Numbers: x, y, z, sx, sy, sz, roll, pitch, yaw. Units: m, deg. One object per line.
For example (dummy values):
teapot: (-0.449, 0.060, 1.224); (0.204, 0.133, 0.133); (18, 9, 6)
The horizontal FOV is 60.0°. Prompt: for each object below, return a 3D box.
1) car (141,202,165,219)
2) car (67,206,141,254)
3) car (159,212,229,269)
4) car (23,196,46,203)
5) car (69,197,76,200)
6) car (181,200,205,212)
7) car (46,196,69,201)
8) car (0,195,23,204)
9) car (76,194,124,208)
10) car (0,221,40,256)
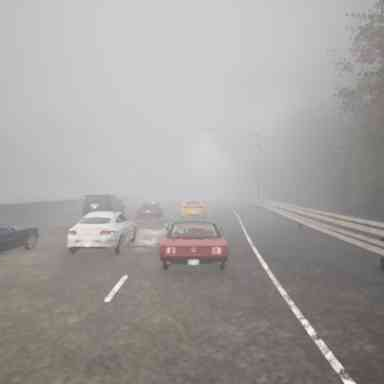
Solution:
car: (-3.414, 1.488, 28.067); (1.994, 1.385, 4.181); (0, 0, 0)
car: (-3.418, 1.487, 13.220); (1.812, 1.442, 4.674); (0, 0, 0)
car: (0.067, 1.569, 11.018); (1.895, 1.301, 4.718); (0, 0, 0)
car: (-24.528, 1.379, 53.165); (1.837, 1.490, 4.892); (0, 0, 1)
car: (-17.535, 1.228, 53.446); (2.097, 1.767, 4.553); (0, 0, 0)
car: (0.089, 1.400, 29.012); (1.882, 1.535, 5.008); (0, 0, 0)
car: (-21.029, 1.402, 53.292); (1.812, 1.442, 4.674); (0, 0, 0)
car: (-28.029, 1.230, 51.952); (2.097, 1.767, 4.553); (0, 0, 0)
car: (-6.924, 1.152, 26.384); (2.150, 2.045, 5.566); (0, 0, 1)
car: (-6.933, 1.568, 11.020); (1.895, 1.301, 4.718); (0, 0, 0)
